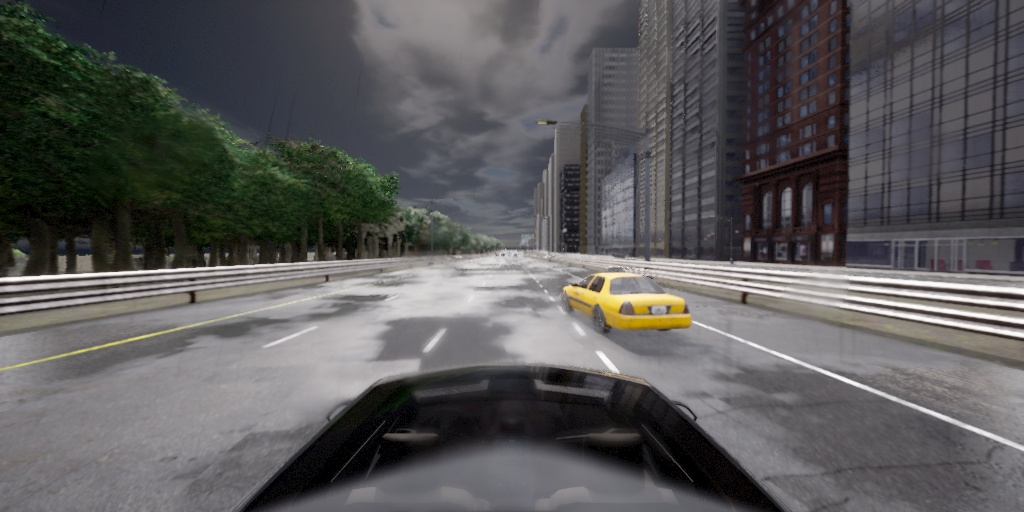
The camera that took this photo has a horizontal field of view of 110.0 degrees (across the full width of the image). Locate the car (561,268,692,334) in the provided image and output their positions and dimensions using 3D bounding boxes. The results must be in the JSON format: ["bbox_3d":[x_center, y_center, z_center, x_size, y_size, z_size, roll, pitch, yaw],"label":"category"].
[{"bbox_3d":[2.835,1.110,10.285,1.801,1.575,5.366,0,1,-8],"label":"car"}]
